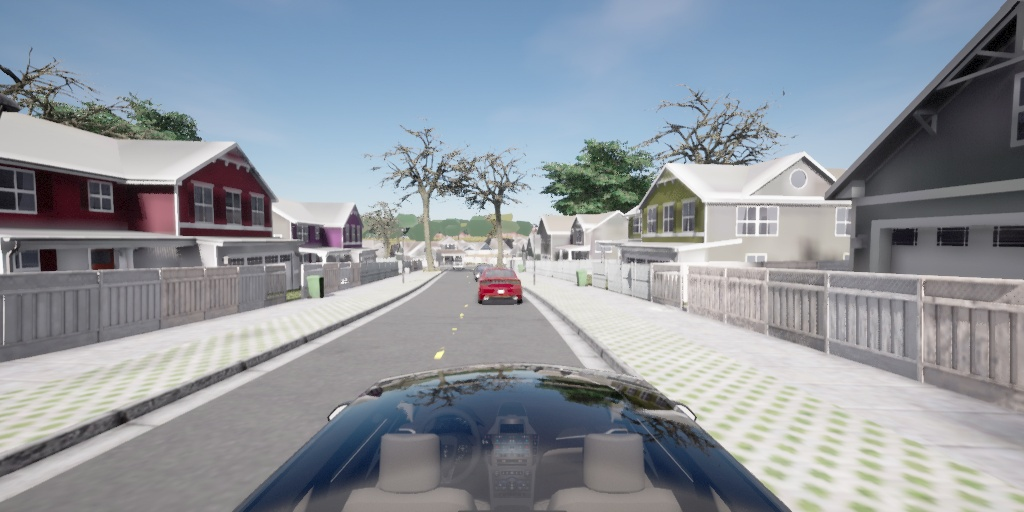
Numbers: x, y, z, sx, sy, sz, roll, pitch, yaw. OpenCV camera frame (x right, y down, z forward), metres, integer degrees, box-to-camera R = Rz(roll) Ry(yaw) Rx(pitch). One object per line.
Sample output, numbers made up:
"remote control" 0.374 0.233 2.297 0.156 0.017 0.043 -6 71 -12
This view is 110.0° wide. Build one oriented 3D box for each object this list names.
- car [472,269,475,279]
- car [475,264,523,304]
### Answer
"car" -2.446 1.432 31.606 2.033 1.411 5.357 0 0 -8
"car" -0.641 1.265 16.627 1.882 1.535 5.008 0 0 -5
